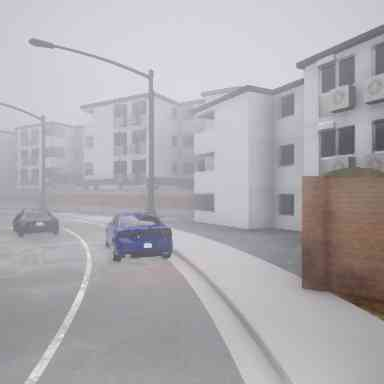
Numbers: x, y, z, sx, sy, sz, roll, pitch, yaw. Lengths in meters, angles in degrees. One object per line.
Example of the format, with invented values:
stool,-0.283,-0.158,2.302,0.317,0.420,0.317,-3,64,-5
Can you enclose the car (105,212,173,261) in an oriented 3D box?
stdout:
car,-2.142,1.477,12.425,1.882,1.535,5.008,0,0,-19

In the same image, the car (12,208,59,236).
car,-8.716,1.573,18.462,1.994,1.385,4.181,0,0,-32
